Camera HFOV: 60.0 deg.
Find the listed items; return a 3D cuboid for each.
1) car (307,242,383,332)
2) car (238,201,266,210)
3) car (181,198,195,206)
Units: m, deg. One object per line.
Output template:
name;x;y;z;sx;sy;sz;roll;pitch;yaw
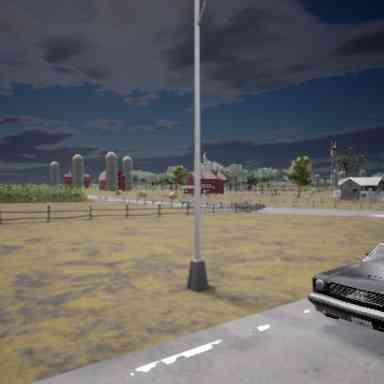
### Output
car;4.253;1.581;6.109;4.718;1.301;1.895;0;0;-36
car;9.357;2.189;53.167;2.033;1.411;5.357;-2;0;-35
car;-0.367;1.979;66.852;1.994;1.385;4.181;-2;1;-36
